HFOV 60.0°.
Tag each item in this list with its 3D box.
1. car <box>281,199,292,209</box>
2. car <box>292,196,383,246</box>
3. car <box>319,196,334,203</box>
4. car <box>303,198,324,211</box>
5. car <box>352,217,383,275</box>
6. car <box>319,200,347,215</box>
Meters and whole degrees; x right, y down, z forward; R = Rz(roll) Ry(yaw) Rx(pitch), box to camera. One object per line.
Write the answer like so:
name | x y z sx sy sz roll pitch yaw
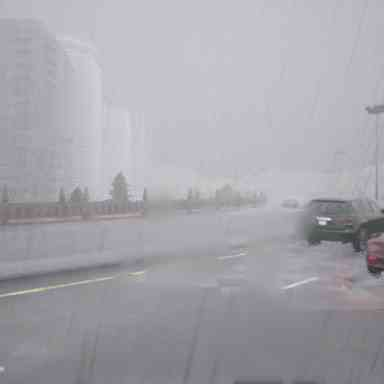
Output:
car | 14.245 1.662 47.809 2.033 1.411 5.357 0 0 27
car | 6.856 1.251 14.393 5.566 2.045 2.150 0 0 -44
car | 29.957 1.592 74.408 1.882 1.535 5.008 0 0 8
car | 16.118 1.575 43.949 1.882 1.535 5.008 0 0 28
car | 6.512 1.540 9.345 4.674 1.442 1.812 0 0 -41
car | 15.159 1.639 35.625 1.994 1.385 4.181 0 0 33
